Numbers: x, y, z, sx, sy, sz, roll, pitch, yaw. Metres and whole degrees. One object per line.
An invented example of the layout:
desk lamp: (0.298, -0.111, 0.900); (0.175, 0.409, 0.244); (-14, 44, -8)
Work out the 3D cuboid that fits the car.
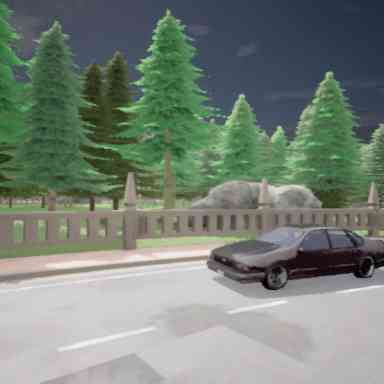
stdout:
car: (3.126, 1.615, 9.197); (5.357, 1.411, 2.033); (1, 0, -24)
